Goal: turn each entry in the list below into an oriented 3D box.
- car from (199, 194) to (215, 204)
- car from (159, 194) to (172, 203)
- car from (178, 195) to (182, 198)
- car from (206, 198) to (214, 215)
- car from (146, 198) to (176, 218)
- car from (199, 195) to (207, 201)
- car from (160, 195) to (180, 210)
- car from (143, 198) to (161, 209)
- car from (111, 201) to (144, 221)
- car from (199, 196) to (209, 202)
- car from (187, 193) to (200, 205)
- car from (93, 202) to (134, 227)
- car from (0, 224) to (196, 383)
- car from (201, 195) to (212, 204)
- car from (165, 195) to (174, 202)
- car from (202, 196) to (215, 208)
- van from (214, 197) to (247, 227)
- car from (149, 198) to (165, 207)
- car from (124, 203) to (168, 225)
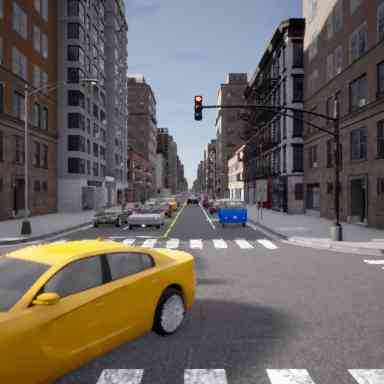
[{"bbox_3d":[2.675,1.305,50.839,2.192,1.841,5.009,0,0,0],"label":"car"},{"bbox_3d":[-5.338,1.292,67.884,2.192,1.841,5.009,0,0,0],"label":"car"},{"bbox_3d":[-2.773,1.591,50.033,1.895,1.301,4.718,0,0,0],"label":"car"},{"bbox_3d":[2.662,1.580,33.794,1.802,1.307,4.206,0,0,0],"label":"car"},{"bbox_3d":[-2.824,1.562,30.281,1.994,1.385,4.181,0,0,0],"label":"car"},{"bbox_3d":[2.700,1.530,84.926,1.947,1.339,4.313,0,0,0],"label":"car"},{"bbox_3d":[-2.814,1.474,39.927,1.882,1.535,5.008,0,0,0],"label":"car"},{"bbox_3d":[-5.355,1.519,44.987,1.752,1.417,4.829,0,0,0],"label":"car"},{"bbox_3d":[-5.367,1.543,28.111,1.887,1.381,4.507,0,0,0],"label":"car"},{"bbox_3d":[2.691,1.524,73.563,2.008,1.369,4.403,0,0,0],"label":"car"},{"bbox_3d":[0.152,1.463,56.855,1.882,1.535,5.008,0,0,0],"label":"car"},{"bbox_3d":[-5.372,1.550,22.429,2.008,1.369,4.403,0,0,0],"label":"car"},{"bbox_3d":[-1.898,1.479,4.580,1.882,1.535,5.008,-2,-1,35],"label":"car"},{"bbox_3d":[2.683,1.422,62.201,1.967,1.590,4.097,0,0,0],"label":"car"},{"bbox_3d":[-5.330,1.409,79.247,1.967,1.590,4.097,0,0,0],"label":"car"},{"bbox_3d":[2.670,1.576,45.157,1.802,1.307,4.206,0,0,0],"label":"car"},{"bbox_3d":[2.653,1.340,22.432,1.690,1.788,3.998,0,0,0],"label":"van"},{"bbox_3d":[-5.350,1.556,50.839,1.947,1.339,4.313,0,0,0],"label":"car"},{"bbox_3d":[-2.804,1.600,21.136,1.895,1.301,4.718,0,0,-1],"label":"car"}]
